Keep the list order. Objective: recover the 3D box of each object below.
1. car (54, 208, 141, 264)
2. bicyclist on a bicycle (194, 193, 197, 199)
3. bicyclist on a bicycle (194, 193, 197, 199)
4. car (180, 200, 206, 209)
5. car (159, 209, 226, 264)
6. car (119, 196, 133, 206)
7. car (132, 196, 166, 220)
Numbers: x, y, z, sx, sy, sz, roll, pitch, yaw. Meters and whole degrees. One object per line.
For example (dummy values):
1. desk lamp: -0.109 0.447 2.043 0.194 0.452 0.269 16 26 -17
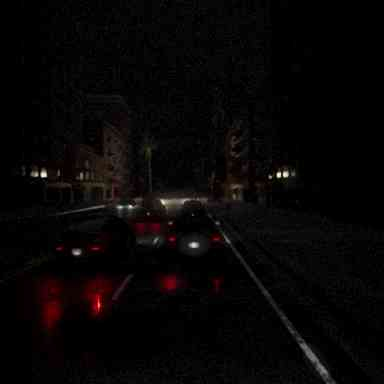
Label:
1. car: -3.178 1.482 11.564 1.812 1.442 4.674 0 0 1
2. bicyclist on a bicycle: 0.878 1.167 79.234 0.582 1.620 1.656 0 0 0
3. bicyclist on a bicycle: 0.870 1.153 88.232 0.866 1.612 1.509 0 0 0
4. car: 0.066 1.391 26.887 1.837 1.490 4.892 0 1 0
5. car: 0.069 1.518 11.698 1.994 1.385 4.181 0 0 0
6. car: -9.829 1.296 50.547 1.812 1.442 4.674 0 0 0
7. car: -3.184 1.377 26.904 2.128 1.511 4.902 0 0 0
